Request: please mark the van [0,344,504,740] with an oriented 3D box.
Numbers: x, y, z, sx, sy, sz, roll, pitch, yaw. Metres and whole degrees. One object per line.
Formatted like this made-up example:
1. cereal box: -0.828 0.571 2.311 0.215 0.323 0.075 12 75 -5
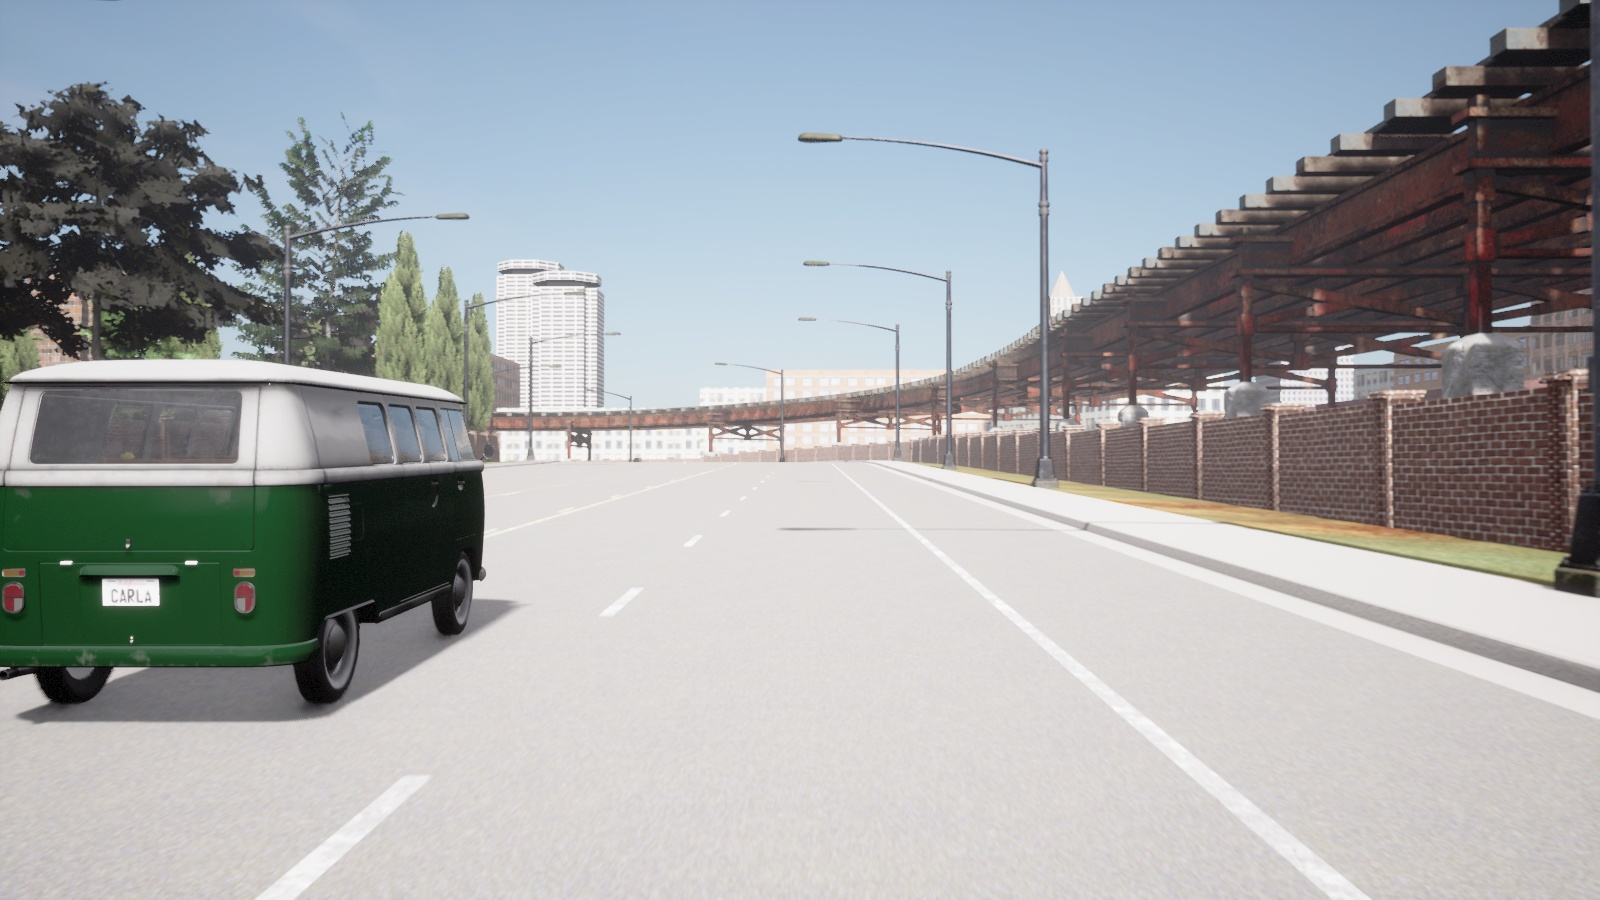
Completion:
1. van: -3.434 0.451 8.536 1.775 1.987 4.442 0 0 0
